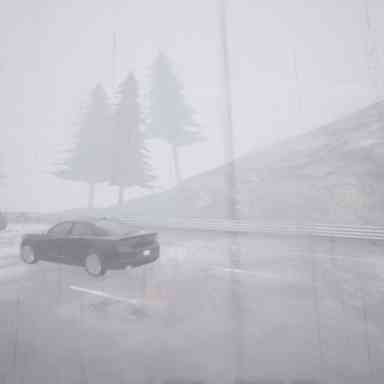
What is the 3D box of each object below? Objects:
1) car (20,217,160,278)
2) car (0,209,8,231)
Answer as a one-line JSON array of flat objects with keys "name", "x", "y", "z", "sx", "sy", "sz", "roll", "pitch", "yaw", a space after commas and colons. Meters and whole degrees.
[{"name": "car", "x": -3.308, "y": 1.510, "z": 10.348, "sx": 5.008, "sy": 1.535, "sz": 1.882, "roll": 0, "pitch": 0, "yaw": 33}, {"name": "car", "x": -13.530, "y": 1.499, "z": 20.456, "sx": 4.553, "sy": 1.767, "sz": 2.097, "roll": -1, "pitch": 0, "yaw": 29}]
